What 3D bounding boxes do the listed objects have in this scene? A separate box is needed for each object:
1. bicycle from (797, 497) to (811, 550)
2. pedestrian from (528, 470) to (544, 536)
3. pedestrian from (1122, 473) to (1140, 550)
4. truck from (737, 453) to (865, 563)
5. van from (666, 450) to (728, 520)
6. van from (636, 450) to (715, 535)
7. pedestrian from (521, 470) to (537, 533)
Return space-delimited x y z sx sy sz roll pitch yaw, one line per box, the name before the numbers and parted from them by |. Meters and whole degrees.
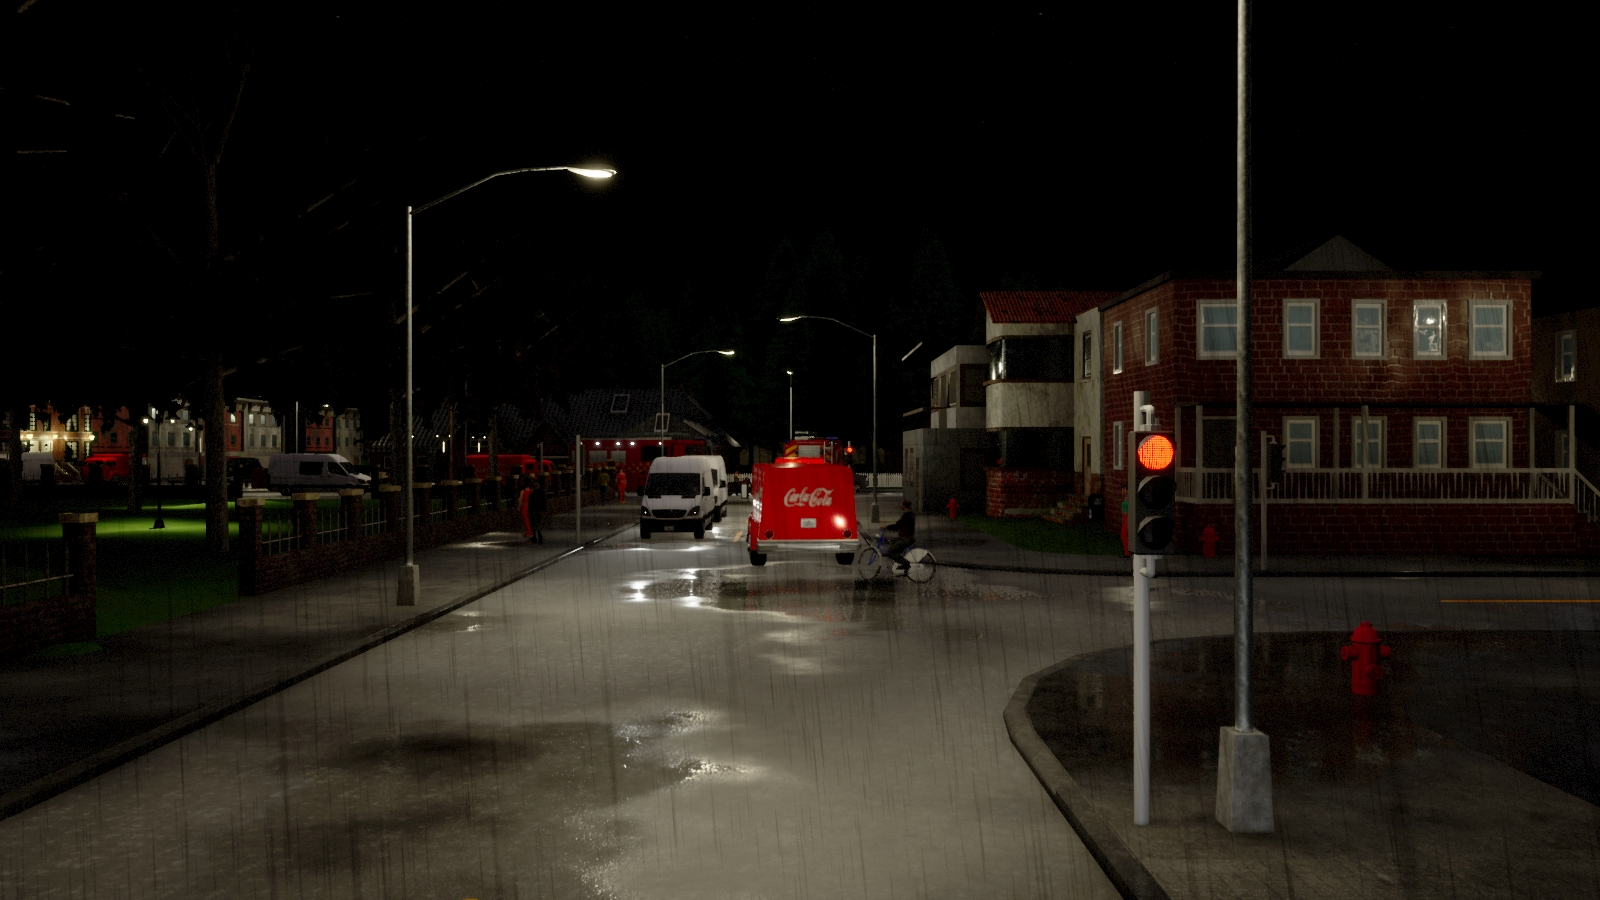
bicycle | 0.094 1.927 30.359 0.329 1.271 1.835 0 0 -1
pedestrian | -7.564 1.511 32.734 0.375 1.860 0.375 0 0 -28
pedestrian | 8.081 1.504 27.890 0.375 1.860 0.375 0 0 6
truck | -0.107 1.341 28.948 2.627 2.467 5.204 0 0 -7
van | -4.031 1.293 45.592 1.988 2.561 5.915 0 0 0
van | -4.014 1.298 37.802 1.988 2.561 5.915 0 0 0
pedestrian | -7.998 1.510 33.694 0.375 1.860 0.375 0 0 -25
